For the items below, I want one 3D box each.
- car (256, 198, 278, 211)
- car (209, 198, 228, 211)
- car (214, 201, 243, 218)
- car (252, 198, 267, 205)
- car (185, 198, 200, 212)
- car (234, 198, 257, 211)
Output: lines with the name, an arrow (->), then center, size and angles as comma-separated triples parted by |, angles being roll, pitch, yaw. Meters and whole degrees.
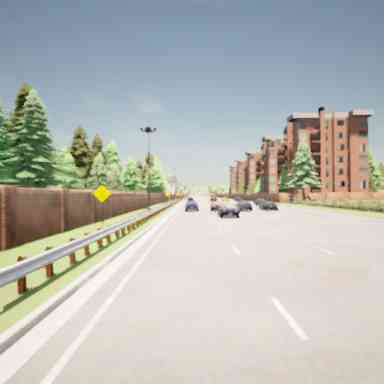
car -> 10.474, 1.848, 46.117 | 1.994, 1.385, 4.181 | 0, 0, 0
car -> 3.475, 1.929, 45.767 | 1.895, 1.301, 4.718 | 0, 0, 0
car -> 3.585, 1.833, 33.331 | 1.895, 1.301, 4.718 | 0, 0, 0
car -> 13.824, 1.971, 68.334 | 2.033, 1.411, 5.357 | 0, 0, 0
car -> -0.020, 1.875, 45.329 | 1.812, 1.442, 4.674 | 0, 0, 0
car -> 6.971, 1.849, 45.334 | 2.033, 1.411, 5.357 | 0, 0, 0
